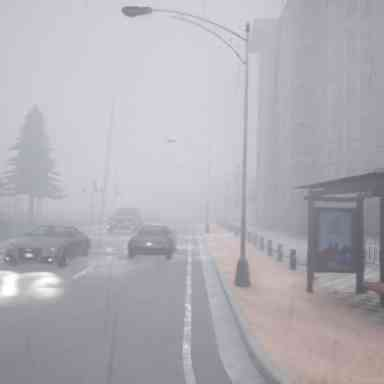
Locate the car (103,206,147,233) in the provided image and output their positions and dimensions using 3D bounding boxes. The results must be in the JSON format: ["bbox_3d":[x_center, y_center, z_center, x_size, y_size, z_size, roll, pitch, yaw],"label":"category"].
[{"bbox_3d":[-5.503,2.355,28.029,2.150,2.045,5.566,2,-3,0],"label":"car"}]

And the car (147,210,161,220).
[{"bbox_3d":[-5.490,3.307,45.642,2.097,1.767,4.553,2,-3,0],"label":"car"}]

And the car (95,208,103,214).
[{"bbox_3d":[-19.492,4.171,73.013,3.633,1.501,1.845,2,-3,0],"label":"car"}]

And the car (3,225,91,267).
[{"bbox_3d":[-5.451,2.014,13.099,1.994,1.385,4.181,2,-3,0],"label":"car"}]

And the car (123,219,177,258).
[{"bbox_3d":[-1.795,2.254,15.949,1.994,1.385,4.181,2,-3,0],"label":"car"}]

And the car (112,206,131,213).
[{"bbox_3d":[-19.432,4.749,91.590,4.605,1.855,1.932,2,-3,0],"label":"car"}]

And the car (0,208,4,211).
[{"bbox_3d":[-45.580,3.491,76.055,5.027,1.636,2.152,2,-3,0],"label":"car"}]

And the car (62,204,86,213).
[{"bbox_3d":[-26.924,4.096,75.966,3.806,1.475,1.970,2,-3,0],"label":"car"}]
